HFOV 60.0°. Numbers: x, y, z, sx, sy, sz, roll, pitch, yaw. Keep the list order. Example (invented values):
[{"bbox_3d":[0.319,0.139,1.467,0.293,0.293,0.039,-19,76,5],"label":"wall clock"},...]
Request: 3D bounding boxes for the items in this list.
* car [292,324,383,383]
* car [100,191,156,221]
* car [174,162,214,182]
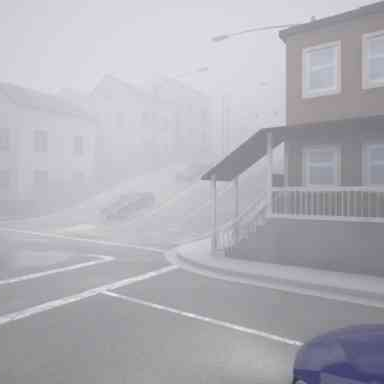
[{"bbox_3d":[2.931,1.526,1.873,4.674,1.442,1.812,0,0,36],"label":"car"},{"bbox_3d":[-4.812,0.900,25.072,2.128,1.511,4.902,0,15,35],"label":"car"},{"bbox_3d":[0.175,-2.045,32.367,1.895,1.301,4.718,0,18,35],"label":"car"}]
